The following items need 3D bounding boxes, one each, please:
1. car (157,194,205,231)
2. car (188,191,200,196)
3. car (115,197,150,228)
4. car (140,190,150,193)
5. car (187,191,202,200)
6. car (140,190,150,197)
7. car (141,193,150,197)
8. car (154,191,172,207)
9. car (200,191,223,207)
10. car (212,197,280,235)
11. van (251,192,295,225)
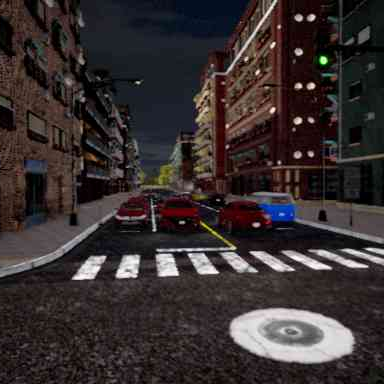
[{"bbox_3d":[-0.764,1.091,17.860,1.882,1.535,5.008,0,1,-7],"label":"car"},{"bbox_3d":[0.994,0.560,47.305,1.752,1.417,4.829,0,1,-7],"label":"car"},{"bbox_3d":[-3.307,1.189,18.542,1.802,1.307,4.206,0,1,-7],"label":"car"},{"bbox_3d":[-8.872,0.331,62.913,1.802,1.307,4.206,0,1,-7],"label":"car"},{"bbox_3d":[0.319,0.512,52.693,1.802,1.307,4.206,0,1,-7],"label":"car"},{"bbox_3d":[-9.568,0.205,68.469,1.947,1.339,4.313,0,1,-7],"label":"car"},{"bbox_3d":[-4.002,1.046,24.085,1.887,1.381,4.507,0,1,-7],"label":"car"},{"bbox_3d":[-2.023,0.913,27.909,2.128,1.511,4.902,0,1,-7],"label":"car"},{"bbox_3d":[2.409,0.819,36.026,1.947,1.339,4.313,0,1,-7],"label":"car"},{"bbox_3d":[2.417,1.163,16.243,1.812,1.442,4.674,0,1,-7],"label":"car"},{"bbox_3d":[4.499,0.913,19.353,1.690,1.788,3.998,0,1,-7],"label":"van"}]
